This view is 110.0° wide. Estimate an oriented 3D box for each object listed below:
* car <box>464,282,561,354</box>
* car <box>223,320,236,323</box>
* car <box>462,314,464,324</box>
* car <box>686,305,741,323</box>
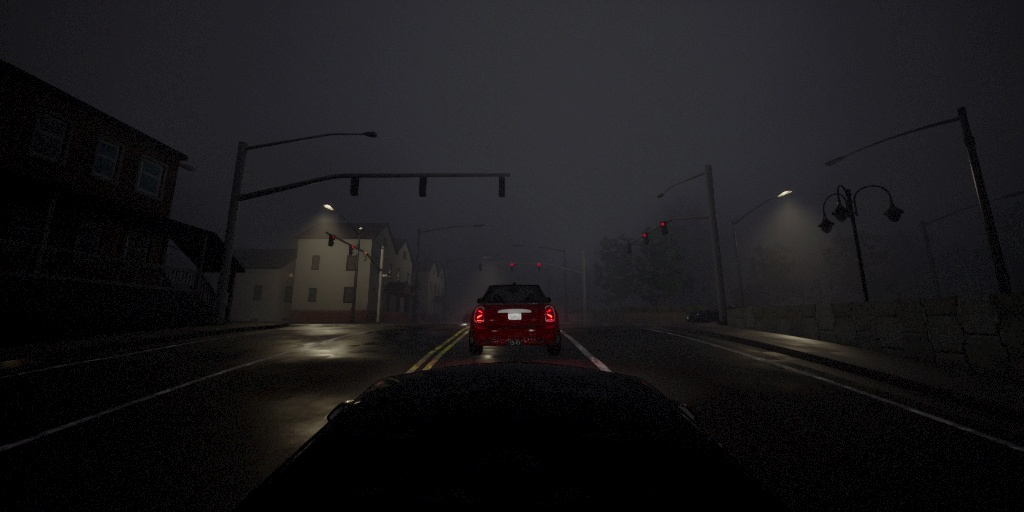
[{"bbox_3d":[0.061,1.564,10.044,2.097,1.767,4.553,-1,-6,0],"label":"car"},{"bbox_3d":[-19.893,5.152,24.880,5.008,1.535,1.882,-9,-10,0],"label":"car"},{"bbox_3d":[-3.607,5.788,34.077,1.895,1.301,4.718,0,-11,0],"label":"car"},{"bbox_3d":[16.308,4.622,28.274,4.902,1.511,2.128,0,-10,1],"label":"car"}]
